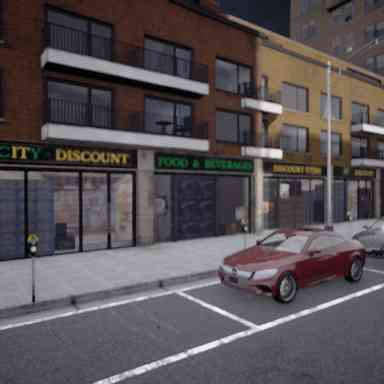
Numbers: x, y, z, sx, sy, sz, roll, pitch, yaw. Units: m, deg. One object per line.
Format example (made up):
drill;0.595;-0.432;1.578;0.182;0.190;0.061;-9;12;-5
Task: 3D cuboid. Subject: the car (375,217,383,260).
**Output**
car;7.049;1.478;11.201;4.403;1.369;2.008;0;0;-35

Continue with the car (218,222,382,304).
car;2.553;1.542;8.001;4.206;1.307;1.802;0;0;-35
